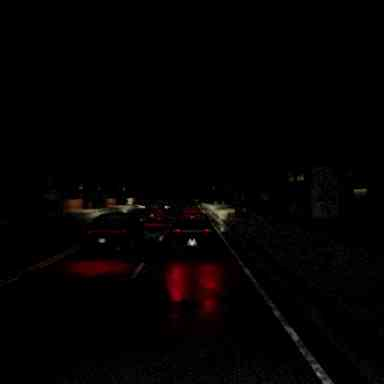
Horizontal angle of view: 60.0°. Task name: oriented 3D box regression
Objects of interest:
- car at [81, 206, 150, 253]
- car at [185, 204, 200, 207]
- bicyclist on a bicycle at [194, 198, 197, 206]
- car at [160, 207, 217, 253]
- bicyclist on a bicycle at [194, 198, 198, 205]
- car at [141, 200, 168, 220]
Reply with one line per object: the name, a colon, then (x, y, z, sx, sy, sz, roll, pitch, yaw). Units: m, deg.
car: (-3.238, 1.618, 14.490, 1.882, 1.535, 5.008, 0, 0, 0)
car: (0.016, 1.822, 29.398, 1.812, 1.442, 4.674, 0, 0, 0)
bicyclist on a bicycle: (0.922, 2.321, 78.838, 0.659, 1.776, 1.843, 0, -1, 0)
car: (0.010, 1.631, 14.304, 2.128, 1.511, 4.902, 0, 0, 0)
bicyclist on a bicycle: (0.914, 2.267, 69.840, 0.866, 1.612, 1.509, 0, -1, 0)
car: (-3.232, 1.776, 29.502, 1.882, 1.535, 5.008, 0, 0, 0)
